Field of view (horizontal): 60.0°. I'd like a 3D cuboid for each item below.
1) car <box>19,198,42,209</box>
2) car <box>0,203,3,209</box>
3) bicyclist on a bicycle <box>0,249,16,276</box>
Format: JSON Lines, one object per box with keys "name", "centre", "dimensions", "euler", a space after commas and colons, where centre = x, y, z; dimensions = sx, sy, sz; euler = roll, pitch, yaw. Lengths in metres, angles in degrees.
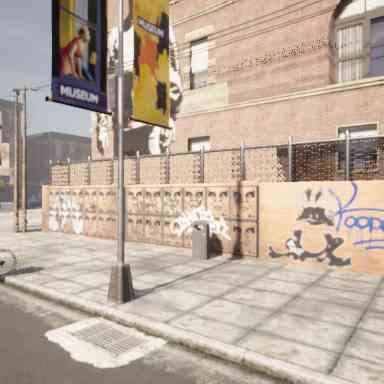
{"name": "car", "centre": [-21.637, 1.522, 44.700], "dimensions": [1.812, 1.442, 4.674], "euler": [0, 0, 15]}
{"name": "car", "centre": [-25.905, 1.522, 41.576], "dimensions": [1.812, 1.442, 4.674], "euler": [0, 0, 8]}
{"name": "bicyclist on a bicycle", "centre": [-5.046, 1.367, 7.798], "dimensions": [0.582, 1.620, 1.656], "euler": [0, 9, 39]}
